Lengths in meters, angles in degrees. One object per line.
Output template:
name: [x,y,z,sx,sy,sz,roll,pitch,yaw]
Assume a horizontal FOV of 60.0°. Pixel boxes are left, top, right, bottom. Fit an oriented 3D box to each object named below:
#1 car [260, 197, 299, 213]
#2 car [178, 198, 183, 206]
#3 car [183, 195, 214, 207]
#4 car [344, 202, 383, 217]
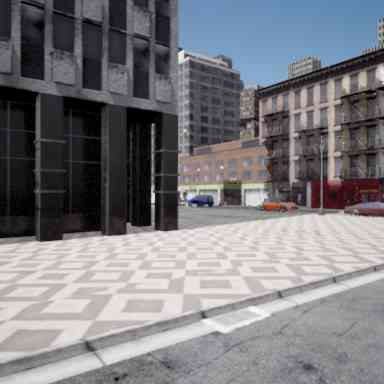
car: [10.161,1.514,38.812,2.097,1.767,4.553,0,-1,-36]
car: [-2.882,1.784,56.758,2.128,1.511,4.902,0,-1,-36]
car: [1.409,1.504,56.095,2.150,2.045,5.566,0,0,-36]
car: [16.579,1.630,30.083,2.033,1.411,5.357,0,-1,-33]
